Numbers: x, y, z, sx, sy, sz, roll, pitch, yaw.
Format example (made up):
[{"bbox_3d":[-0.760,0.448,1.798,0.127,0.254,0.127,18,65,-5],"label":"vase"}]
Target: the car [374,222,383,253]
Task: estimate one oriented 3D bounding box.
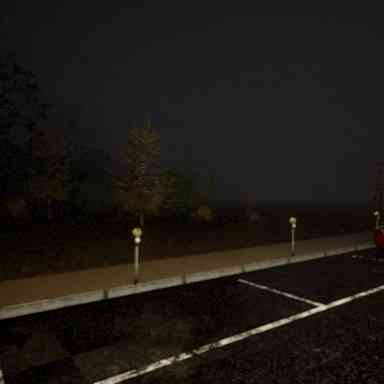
[{"bbox_3d":[8.866,1.324,12.415,5.009,1.841,2.192,0,1,-36],"label":"car"}]
